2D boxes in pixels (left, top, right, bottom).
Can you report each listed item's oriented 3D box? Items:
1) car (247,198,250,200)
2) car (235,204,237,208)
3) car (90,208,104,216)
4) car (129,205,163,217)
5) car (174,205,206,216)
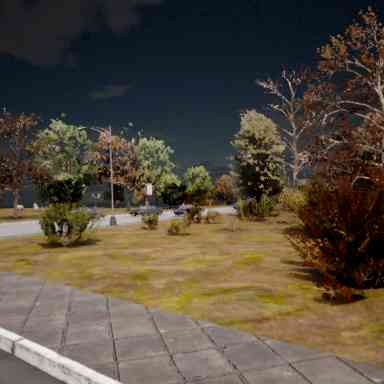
[{"bbox_3d":[11.594,2.019,59.531,2.150,2.045,5.566,-3,-3,32],"label":"car"},{"bbox_3d":[9.381,2.581,62.524,1.895,1.301,4.718,-3,-2,33],"label":"car"},{"bbox_3d":[-11.814,2.458,35.723,2.033,1.411,5.357,-3,-2,32],"label":"car"},{"bbox_3d":[-6.072,2.509,44.858,2.033,1.411,5.357,-3,-2,32],"label":"car"},{"bbox_3d":[-0.182,2.228,40.730,1.895,1.301,4.718,-3,-2,32],"label":"car"}]
